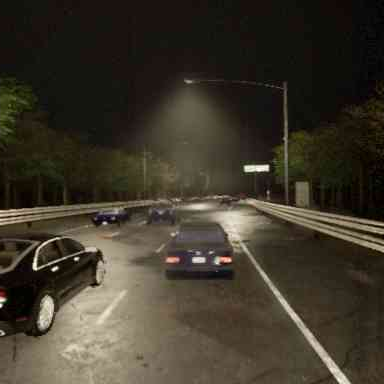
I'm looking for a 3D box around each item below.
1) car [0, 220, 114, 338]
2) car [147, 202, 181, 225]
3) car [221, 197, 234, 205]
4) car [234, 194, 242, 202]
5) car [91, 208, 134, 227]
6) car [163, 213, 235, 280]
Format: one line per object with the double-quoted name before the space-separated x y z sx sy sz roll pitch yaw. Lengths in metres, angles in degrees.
"car" -3.233 1.595 6.824 1.837 1.490 4.892 -1 0 2
"car" -2.117 1.563 26.415 2.097 1.767 4.553 -1 0 5
"car" 7.149 1.937 69.485 1.994 1.385 4.181 -1 0 11
"car" 11.321 1.993 88.615 1.994 1.385 4.181 -1 0 14
"car" -5.768 1.845 24.808 1.895 1.301 4.718 -1 0 4
"car" 0.262 1.619 10.122 2.033 1.411 5.357 -1 0 2
